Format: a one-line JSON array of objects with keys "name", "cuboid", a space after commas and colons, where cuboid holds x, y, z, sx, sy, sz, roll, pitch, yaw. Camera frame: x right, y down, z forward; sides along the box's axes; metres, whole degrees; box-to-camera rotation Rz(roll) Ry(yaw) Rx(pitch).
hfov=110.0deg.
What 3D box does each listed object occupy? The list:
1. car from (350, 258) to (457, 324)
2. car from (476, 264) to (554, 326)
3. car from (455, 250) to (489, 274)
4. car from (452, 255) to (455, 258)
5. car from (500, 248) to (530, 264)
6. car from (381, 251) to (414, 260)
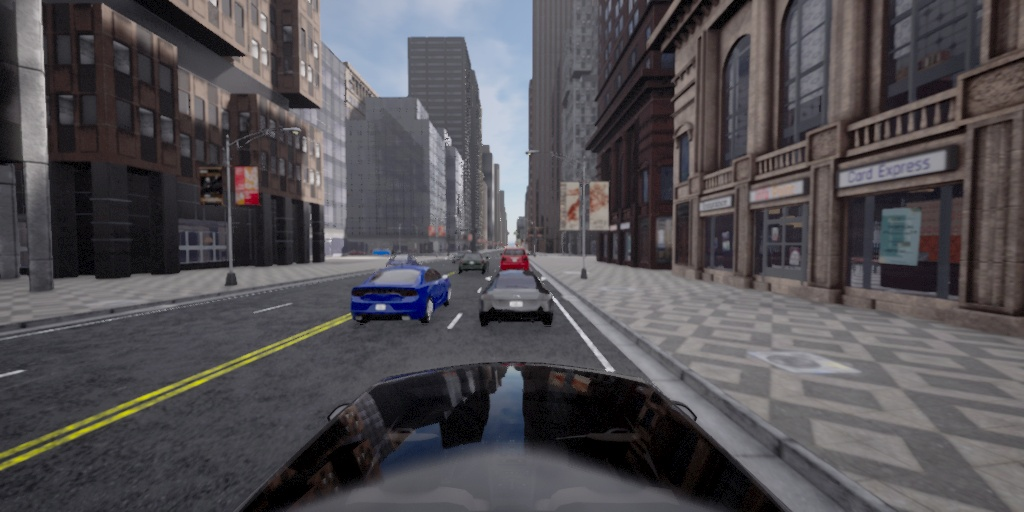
[{"name": "car", "cuboid": [-3.132, 1.012, 11.072, 1.882, 1.535, 5.008, 0, 1, 0]}, {"name": "car", "cuboid": [0.116, 1.105, 10.817, 1.994, 1.385, 4.181, 0, 1, 0]}, {"name": "car", "cuboid": [-3.030, 0.465, 29.325, 2.097, 1.767, 4.553, 0, 1, 0]}, {"name": "car", "cuboid": [-6.369, 0.299, 45.369, 1.994, 1.385, 4.181, 0, 1, 0]}, {"name": "car", "cuboid": [0.217, 0.350, 28.620, 2.150, 2.045, 5.566, 0, 1, 1]}, {"name": "car", "cuboid": [-9.702, 0.579, 31.799, 1.812, 1.442, 4.674, 0, 1, 0]}]
